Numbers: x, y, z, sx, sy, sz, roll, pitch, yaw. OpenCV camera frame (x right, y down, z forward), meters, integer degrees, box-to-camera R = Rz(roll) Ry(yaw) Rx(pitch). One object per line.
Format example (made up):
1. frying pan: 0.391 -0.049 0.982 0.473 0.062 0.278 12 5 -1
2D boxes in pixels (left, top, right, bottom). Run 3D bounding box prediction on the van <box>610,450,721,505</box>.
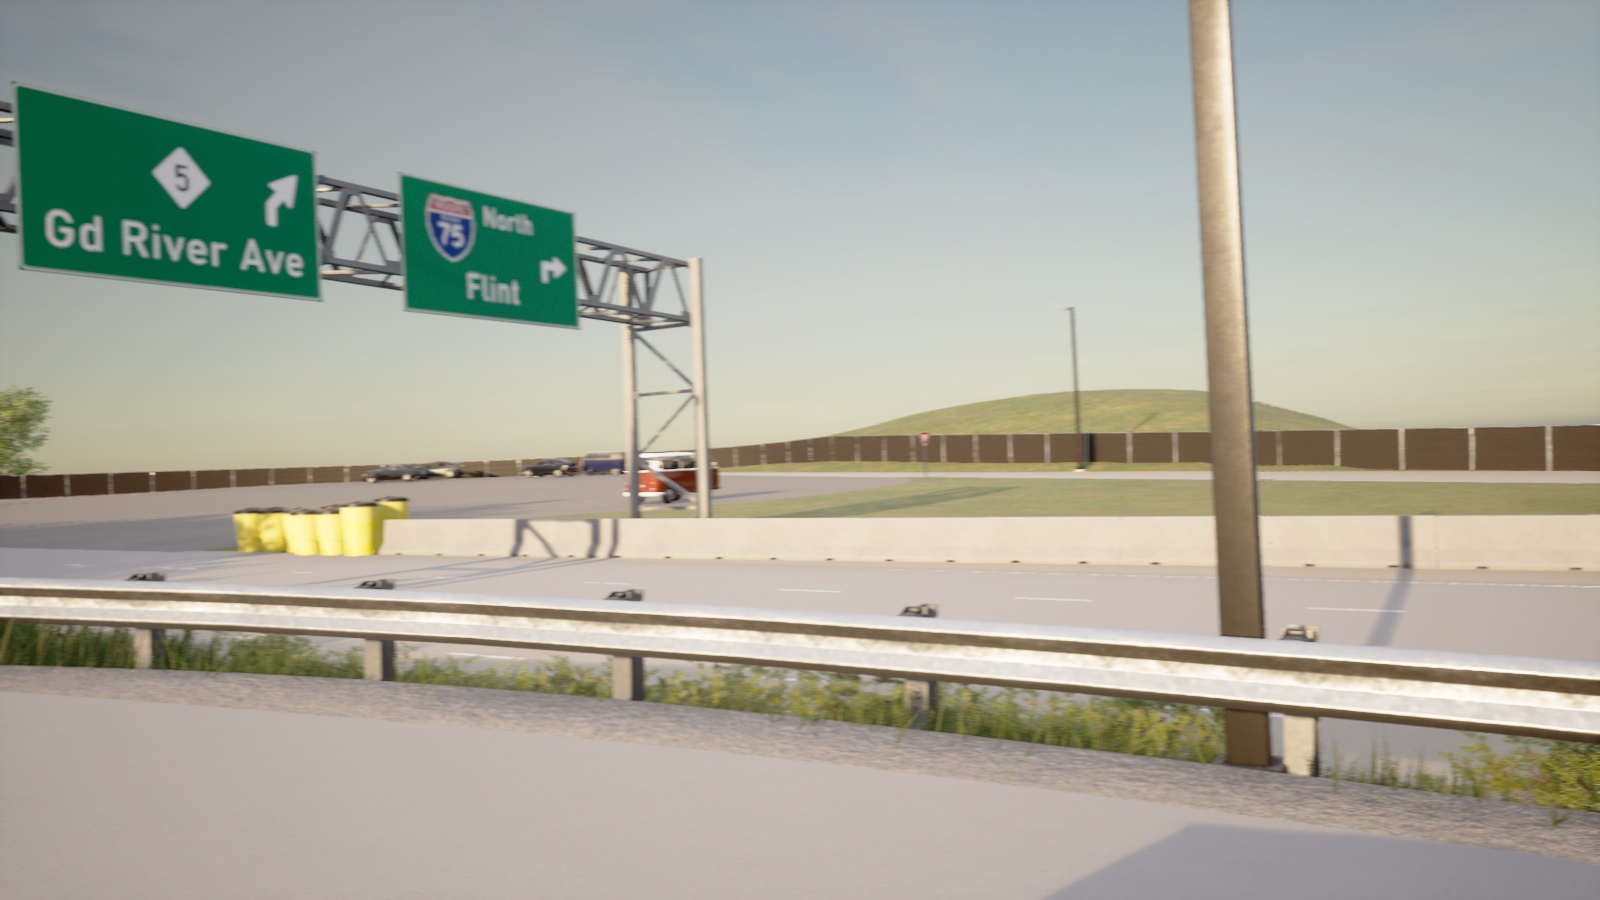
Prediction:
1. van: -5.431 1.077 51.272 2.069 2.038 4.480 -1 1 33
